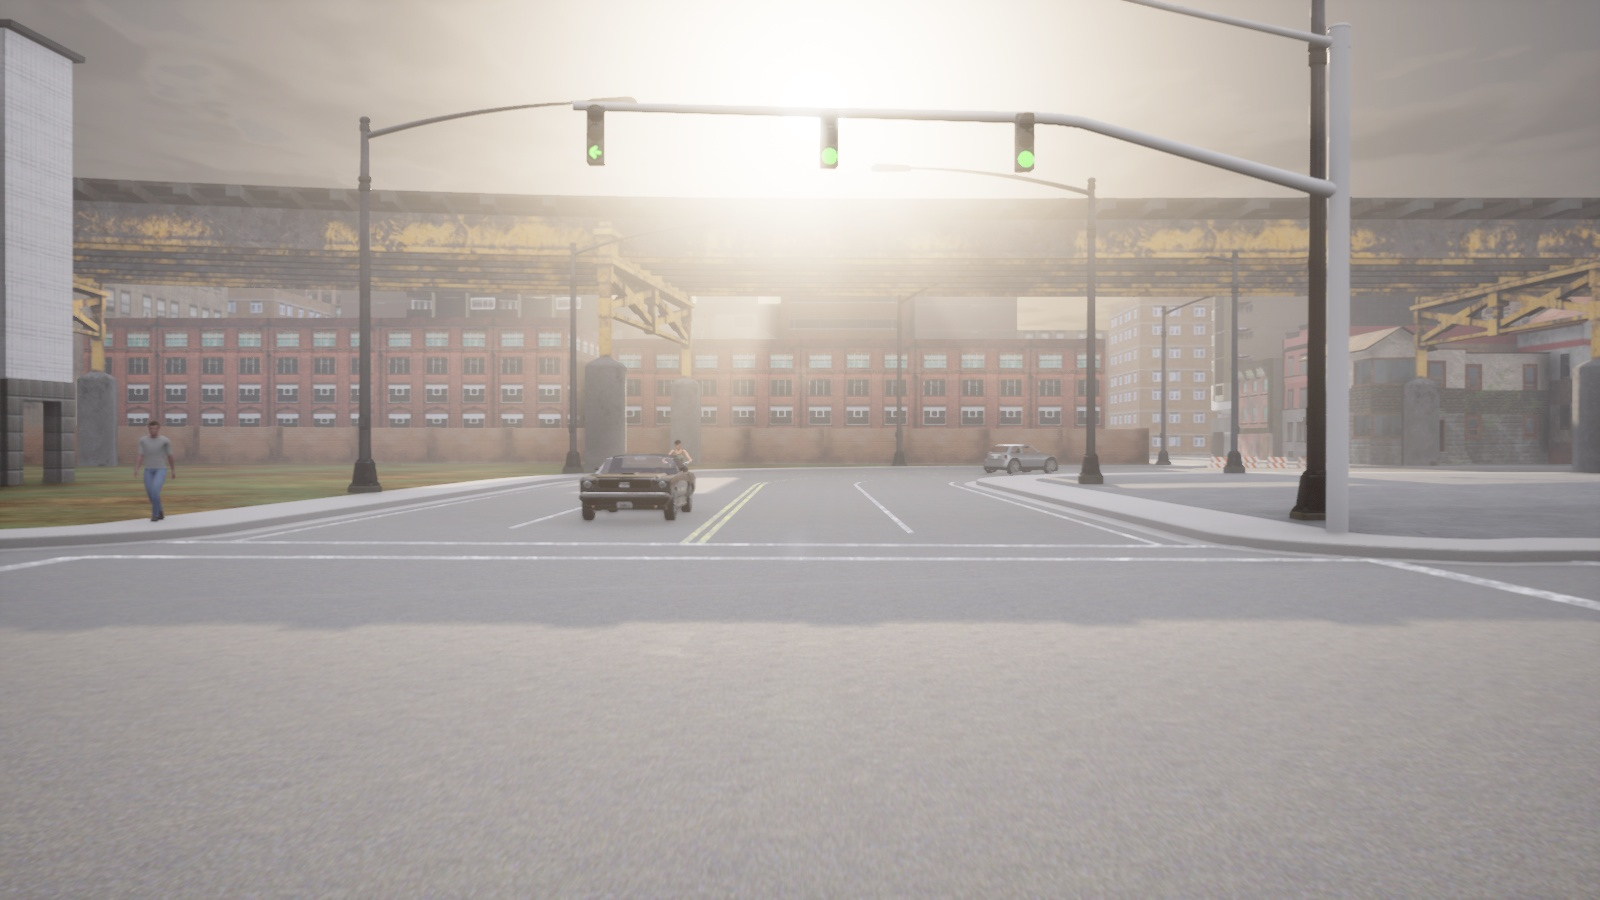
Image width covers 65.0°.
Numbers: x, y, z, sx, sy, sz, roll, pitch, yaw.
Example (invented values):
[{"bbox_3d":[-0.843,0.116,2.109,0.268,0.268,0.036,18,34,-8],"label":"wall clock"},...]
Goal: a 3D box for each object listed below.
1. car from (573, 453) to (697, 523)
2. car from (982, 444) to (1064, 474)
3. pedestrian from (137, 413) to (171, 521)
[{"bbox_3d":[-3.325,0.725,26.172,1.895,1.301,4.718,0,0,1],"label":"car"},{"bbox_3d":[11.282,0.436,63.556,3.806,1.475,1.970,0,0,-34],"label":"car"},{"bbox_3d":[-11.129,0.283,21.639,0.354,1.836,0.706,0,0,-13],"label":"pedestrian"}]
